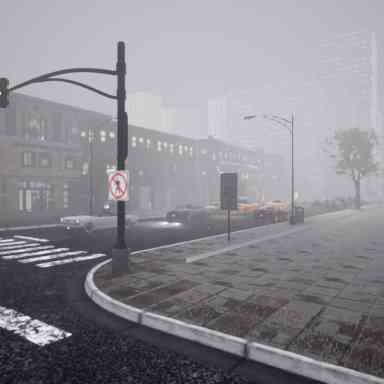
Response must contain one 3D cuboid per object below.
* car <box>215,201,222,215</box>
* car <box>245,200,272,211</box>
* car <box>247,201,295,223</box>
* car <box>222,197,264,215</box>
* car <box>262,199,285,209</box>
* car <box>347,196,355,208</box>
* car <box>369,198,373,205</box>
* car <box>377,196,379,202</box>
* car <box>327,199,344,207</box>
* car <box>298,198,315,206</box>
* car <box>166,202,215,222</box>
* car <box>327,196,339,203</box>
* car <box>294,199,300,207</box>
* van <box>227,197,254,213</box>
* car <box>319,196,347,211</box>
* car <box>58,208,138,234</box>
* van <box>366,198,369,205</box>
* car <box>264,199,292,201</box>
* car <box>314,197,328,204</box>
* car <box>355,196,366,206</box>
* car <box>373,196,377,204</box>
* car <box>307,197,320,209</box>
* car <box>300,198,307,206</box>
[{"bbox_3d":[2.699,1.674,36.273,1.752,1.417,4.829,0,0,35],"label":"car"},{"bbox_3d":[9.153,1.756,45.454,2.008,1.369,4.403,0,0,35],"label":"car"},{"bbox_3d":[6.519,1.670,27.044,1.887,1.381,4.507,0,0,35],"label":"car"},{"bbox_3d":[5.539,1.507,35.783,2.097,1.767,4.553,0,0,35],"label":"car"},{"bbox_3d":[12.233,1.759,49.836,1.752,1.417,4.829,0,-1,35],"label":"car"},{"bbox_3d":[22.364,1.581,49.679,2.192,1.841,5.009,0,-1,35],"label":"car"},{"bbox_3d":[35.076,1.971,67.759,1.802,1.307,4.206,0,-1,35],"label":"car"},{"bbox_3d":[41.431,2.037,76.801,1.802,1.307,4.206,0,-1,35],"label":"car"},{"bbox_3d":[25.127,1.913,58.102,1.895,1.301,4.718,0,0,35],"label":"car"},{"bbox_3d":[21.864,1.876,63.538,2.008,1.369,4.403,0,-1,35],"label":"car"},{"bbox_3d":[-0.272,1.672,27.521,1.994,1.385,4.181,0,0,36],"label":"car"},{"bbox_3d":[34.575,1.893,81.621,1.967,1.590,4.097,0,-1,35],"label":"car"},{"bbox_3d":[15.508,1.815,54.496,2.008,1.369,4.403,0,-1,35],"label":"car"},{"bbox_3d":[5.975,1.518,40.934,1.690,1.788,3.998,0,0,35],"label":"van"},{"bbox_3d":[19.187,1.676,45.157,1.967,1.590,4.097,0,-1,35],"label":"car"},{"bbox_3d":[-5.525,1.668,20.063,1.895,1.301,4.718,0,0,35],"label":"car"},{"bbox_3d":[31.898,1.699,63.241,1.690,1.788,3.998,0,-1,35],"label":"van"},{"bbox_3d":[11.412,1.684,44.082,1.882,1.535,5.008,0,0,36],"label":"car"},{"bbox_3d":[28.219,1.828,72.579,1.967,1.590,4.097,0,-1,35],"label":"car"},{"bbox_3d":[28.720,1.642,58.721,2.192,1.841,5.009,0,-1,35],"label":"car"},{"bbox_3d":[38.352,1.948,72.420,1.752,1.417,4.829,0,-1,35],"label":"car"},{"bbox_3d":[19.336,1.749,49.864,2.128,1.511,4.902,0,0,35],"label":"car"},{"bbox_3d":[18.686,1.846,59.016,2.008,1.369,4.403,0,-1,35],"label":"car"}]
